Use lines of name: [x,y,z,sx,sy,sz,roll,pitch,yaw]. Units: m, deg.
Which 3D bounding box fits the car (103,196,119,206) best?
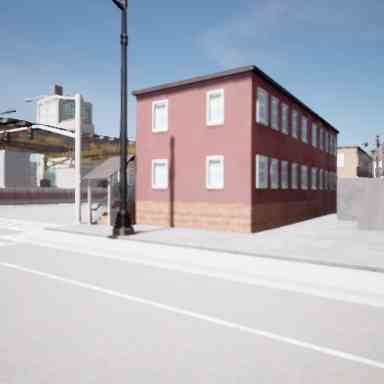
car: [-11.038,1.249,48.346,1.812,1.442,4.674,0,0,36]
